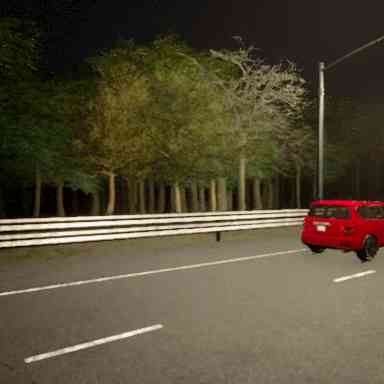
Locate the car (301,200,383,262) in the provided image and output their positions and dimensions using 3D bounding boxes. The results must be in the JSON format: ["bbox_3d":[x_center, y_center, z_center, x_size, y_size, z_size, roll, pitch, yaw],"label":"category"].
[{"bbox_3d":[6.591,1.346,12.851,5.566,2.045,2.150,0,0,-35],"label":"car"}]
